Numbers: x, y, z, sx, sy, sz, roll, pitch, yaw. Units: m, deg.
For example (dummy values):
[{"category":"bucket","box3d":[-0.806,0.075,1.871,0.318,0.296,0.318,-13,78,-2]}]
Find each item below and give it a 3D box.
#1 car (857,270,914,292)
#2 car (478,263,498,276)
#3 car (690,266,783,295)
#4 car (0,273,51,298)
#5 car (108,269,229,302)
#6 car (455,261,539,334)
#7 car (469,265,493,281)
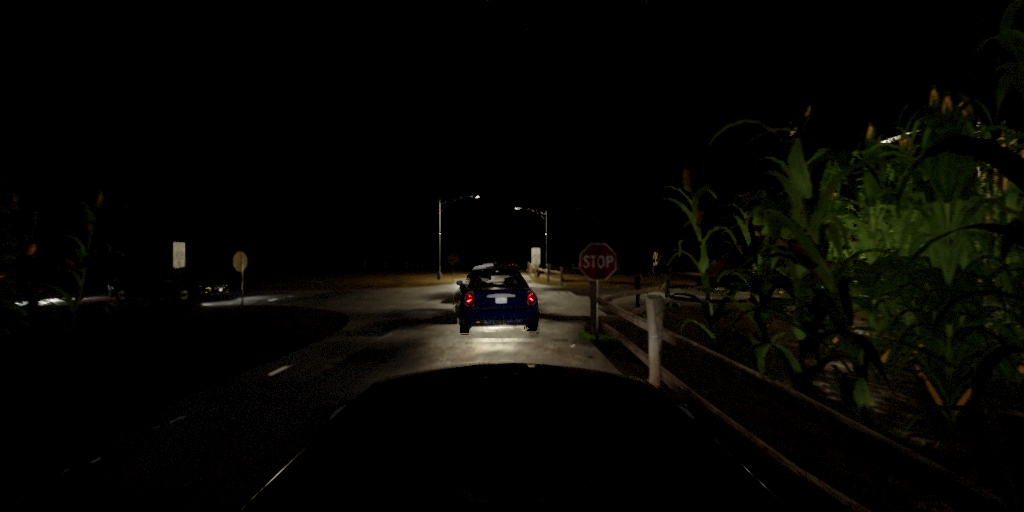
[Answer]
[{"category":"car","box3d":[22.755,1.377,20.424,5.357,1.411,2.033,0,0,0]},{"category":"car","box3d":[-2.825,1.553,42.917,1.994,1.385,4.181,0,0,0]},{"category":"car","box3d":[12.784,1.316,20.370,5.008,1.535,1.882,0,0,-2]},{"category":"car","box3d":[-25.499,1.478,17.471,4.181,1.385,1.994,0,0,1]},{"category":"car","box3d":[-16.594,1.397,17.455,4.892,1.490,1.837,0,0,0]},{"category":"car","box3d":[-0.638,1.159,11.136,2.097,1.767,4.553,0,0,-10]},{"category":"car","box3d":[-2.791,1.536,33.109,1.895,1.301,4.718,0,0,-2]}]
